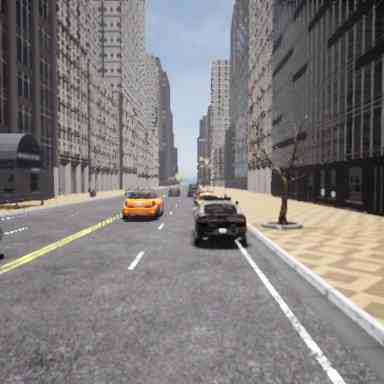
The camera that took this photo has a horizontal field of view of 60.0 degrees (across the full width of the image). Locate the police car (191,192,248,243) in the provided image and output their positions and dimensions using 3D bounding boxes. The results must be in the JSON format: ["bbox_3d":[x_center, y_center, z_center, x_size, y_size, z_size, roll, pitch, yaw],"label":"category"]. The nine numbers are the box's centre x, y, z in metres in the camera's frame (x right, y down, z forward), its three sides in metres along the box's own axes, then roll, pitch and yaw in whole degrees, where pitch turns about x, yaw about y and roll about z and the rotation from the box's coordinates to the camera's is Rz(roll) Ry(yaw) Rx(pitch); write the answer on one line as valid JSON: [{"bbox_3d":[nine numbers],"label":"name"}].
[{"bbox_3d":[1.035,1.003,13.672,1.930,1.638,5.238,0,2,0],"label":"police car"}]

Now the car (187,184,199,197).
[{"bbox_3d":[0.260,-0.042,51.878,1.837,1.490,4.892,0,1,1],"label":"car"}]

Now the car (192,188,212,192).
[{"bbox_3d":[1.080,0.733,23.749,1.801,1.575,5.366,0,2,0],"label":"car"}]

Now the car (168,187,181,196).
[{"bbox_3d":[-2.903,-0.170,55.950,2.128,1.511,4.902,0,1,0],"label":"car"}]

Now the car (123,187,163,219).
[{"bbox_3d":[-3.056,0.696,21.586,2.097,1.767,4.553,0,2,0],"label":"car"}]

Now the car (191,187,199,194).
[{"bbox_3d":[1.106,0.584,29.557,1.882,1.535,5.008,0,2,0],"label":"car"}]

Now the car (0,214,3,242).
[{"bbox_3d":[-6.568,0.991,7.371,2.150,2.045,5.566,0,2,0],"label":"car"}]

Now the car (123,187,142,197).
[{"bbox_3d":[-9.570,-0.097,53.480,2.128,1.511,4.902,0,2,1],"label":"car"}]

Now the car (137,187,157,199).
[{"bbox_3d":[-6.370,0.078,47.341,2.128,1.511,4.902,0,2,0],"label":"car"}]
